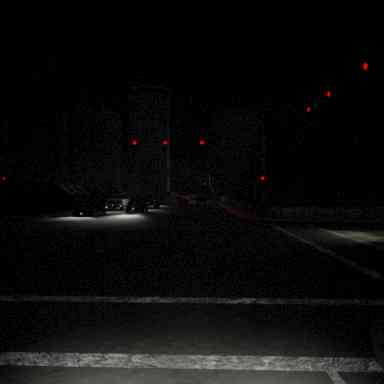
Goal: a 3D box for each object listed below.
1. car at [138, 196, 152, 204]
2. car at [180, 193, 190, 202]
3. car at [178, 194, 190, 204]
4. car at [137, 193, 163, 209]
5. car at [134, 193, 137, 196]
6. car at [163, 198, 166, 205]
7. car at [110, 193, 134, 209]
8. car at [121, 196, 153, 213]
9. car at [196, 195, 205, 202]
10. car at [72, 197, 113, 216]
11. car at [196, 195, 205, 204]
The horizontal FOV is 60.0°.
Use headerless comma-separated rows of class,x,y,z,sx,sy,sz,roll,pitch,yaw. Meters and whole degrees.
car,-8.908,1.526,63.384,1.812,1.442,4.674,0,0,2
car,-1.584,1.182,74.582,2.097,1.767,4.553,0,0,1
car,-1.790,1.564,66.021,1.994,1.385,4.181,0,0,1
car,-5.853,1.221,46.752,2.150,2.045,5.566,0,0,1
car,-9.195,1.221,53.026,2.150,2.045,5.566,0,0,1
car,-5.590,1.547,57.108,2.033,1.411,5.357,0,0,2
car,-9.454,1.221,42.662,2.150,2.045,5.566,0,0,1
car,-6.086,1.491,37.181,2.128,1.511,4.902,0,0,1
car,1.915,1.352,74.527,2.128,1.511,4.902,0,0,1
car,-9.769,1.547,32.482,2.033,1.411,5.357,0,0,4
car,1.694,1.505,65.310,1.837,1.490,4.892,0,0,1
